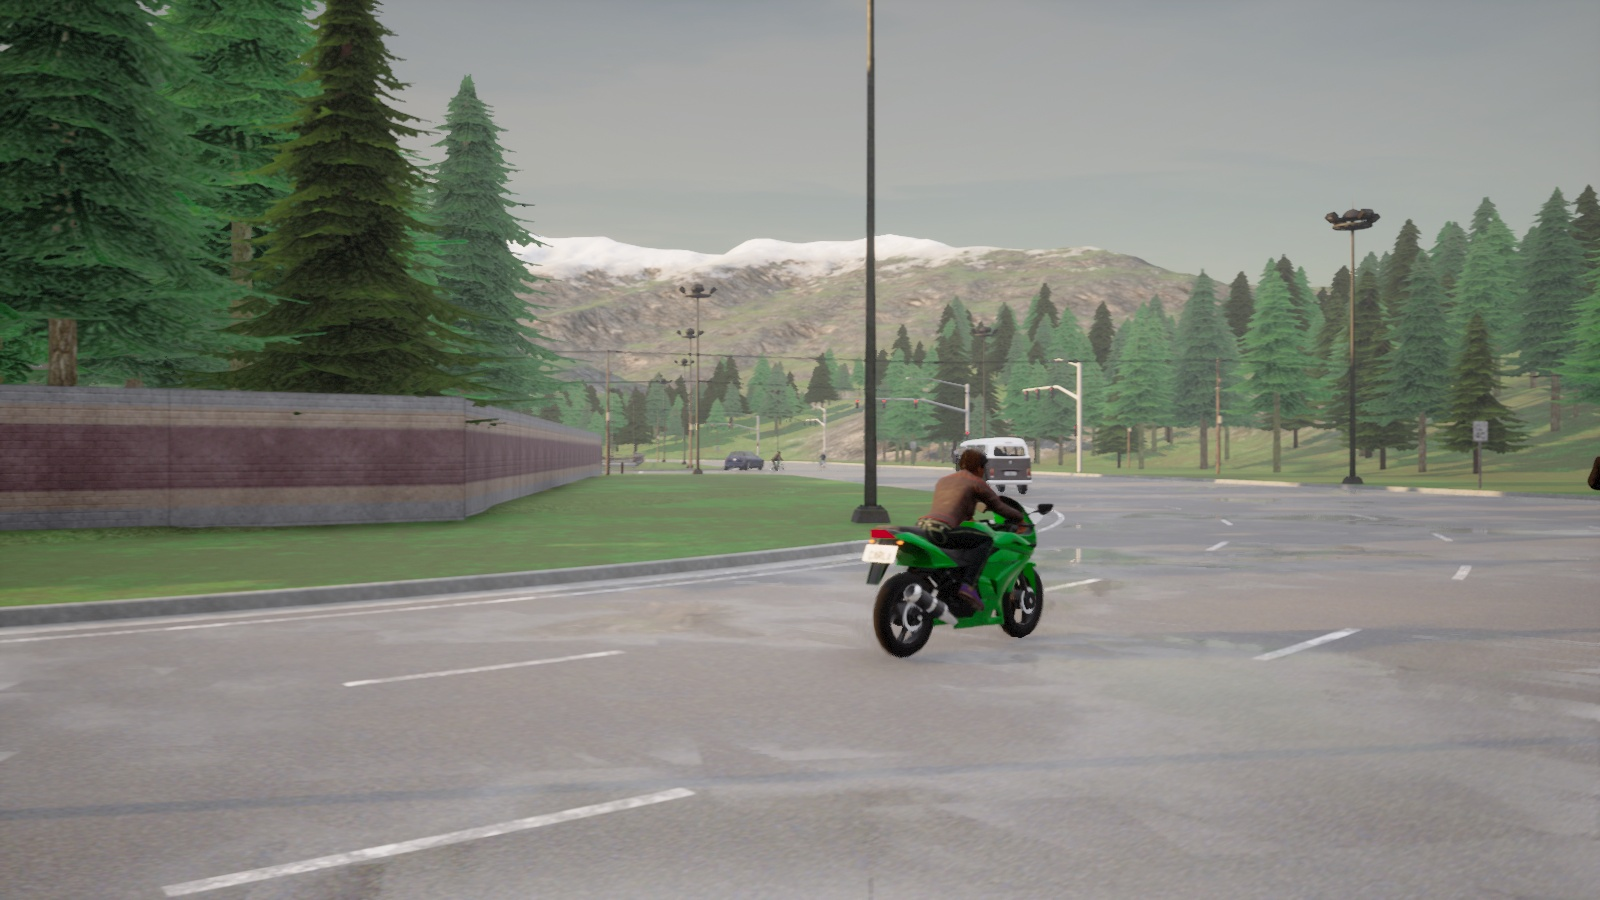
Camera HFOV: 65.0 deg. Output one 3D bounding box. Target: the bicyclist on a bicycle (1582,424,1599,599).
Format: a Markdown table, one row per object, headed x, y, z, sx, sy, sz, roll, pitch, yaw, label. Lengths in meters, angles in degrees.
| x | y | z | sx | sy | sz | roll | pitch | yaw | label |
| --- | --- | --- | --- | --- | --- | --- | --- | --- | --- |
| 8.784 | 0.619 | 13.391 | 0.659 | 1.776 | 1.843 | -1 | 0 | 34 | bicyclist on a bicycle |

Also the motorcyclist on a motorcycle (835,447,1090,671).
| x | y | z | sx | sy | sz | roll | pitch | yaw | label |
| --- | --- | --- | --- | --- | --- | --- | --- | --- | --- |
| 1.276 | 0.747 | 9.528 | 2.044 | 1.523 | 0.797 | 0 | -1 | -44 | motorcyclist on a motorcycle |

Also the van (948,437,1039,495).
| x | y | z | sx | sy | sz | roll | pitch | yaw | label |
| --- | --- | --- | --- | --- | --- | --- | --- | --- | --- |
| 7.083 | 0.562 | 46.535 | 2.069 | 2.038 | 4.480 | 0 | 0 | -9 | van |
